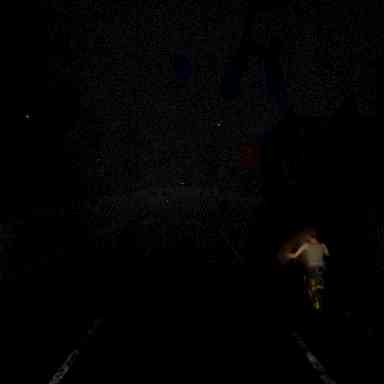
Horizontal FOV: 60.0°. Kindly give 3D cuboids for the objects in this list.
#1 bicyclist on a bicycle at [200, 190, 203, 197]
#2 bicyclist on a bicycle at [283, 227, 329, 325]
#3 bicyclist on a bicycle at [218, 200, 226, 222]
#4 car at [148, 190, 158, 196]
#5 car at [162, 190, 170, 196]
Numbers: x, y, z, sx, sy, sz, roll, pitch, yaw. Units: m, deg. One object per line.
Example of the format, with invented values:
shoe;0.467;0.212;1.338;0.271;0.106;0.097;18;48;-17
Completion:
bicyclist on a bicycle;2.263;0.480;80.813;0.659;1.776;1.843;0;2;0
bicyclist on a bicycle;2.170;1.435;6.119;0.866;1.612;1.509;0;0;0
bicyclist on a bicycle;2.254;1.408;24.805;0.582;1.620;1.656;0;0;0
car;-9.738;0.269;82.947;1.895;1.301;4.718;0;1;0
car;-6.488;0.198;82.975;2.128;1.511;4.902;0;1;0
